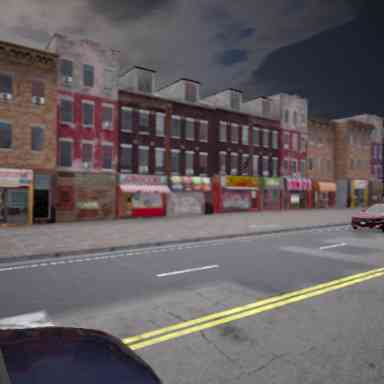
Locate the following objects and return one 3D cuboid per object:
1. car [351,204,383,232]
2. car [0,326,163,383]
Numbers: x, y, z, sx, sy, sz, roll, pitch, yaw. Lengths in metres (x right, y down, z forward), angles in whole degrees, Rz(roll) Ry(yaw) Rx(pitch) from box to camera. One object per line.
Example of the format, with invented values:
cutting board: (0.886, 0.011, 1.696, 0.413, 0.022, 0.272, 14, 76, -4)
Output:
car: (11.486, 1.449, 19.855, 5.008, 1.535, 1.882, 0, 0, -35)
car: (-2.112, 1.565, 1.933, 4.181, 1.385, 1.994, 0, 0, -35)
